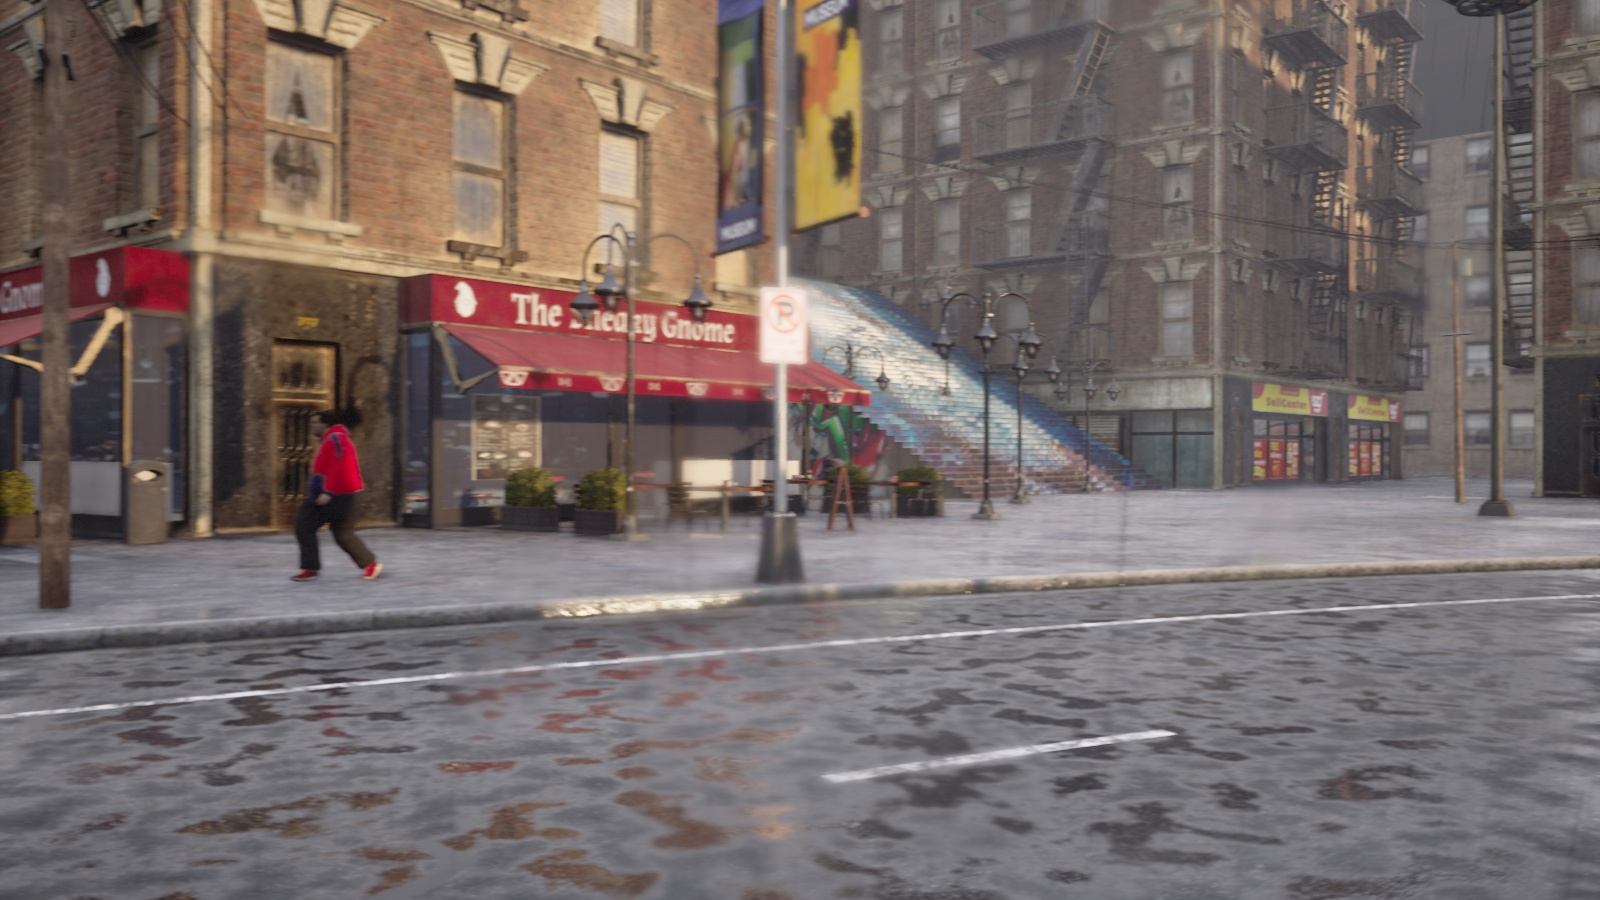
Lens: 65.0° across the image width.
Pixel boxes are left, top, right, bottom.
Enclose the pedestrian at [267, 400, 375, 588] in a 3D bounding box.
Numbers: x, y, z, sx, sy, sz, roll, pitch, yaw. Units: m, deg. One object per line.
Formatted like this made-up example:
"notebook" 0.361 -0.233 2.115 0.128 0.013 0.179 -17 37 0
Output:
"pedestrian" -4.879 0.431 12.789 0.899 1.844 0.634 0 0 -34
